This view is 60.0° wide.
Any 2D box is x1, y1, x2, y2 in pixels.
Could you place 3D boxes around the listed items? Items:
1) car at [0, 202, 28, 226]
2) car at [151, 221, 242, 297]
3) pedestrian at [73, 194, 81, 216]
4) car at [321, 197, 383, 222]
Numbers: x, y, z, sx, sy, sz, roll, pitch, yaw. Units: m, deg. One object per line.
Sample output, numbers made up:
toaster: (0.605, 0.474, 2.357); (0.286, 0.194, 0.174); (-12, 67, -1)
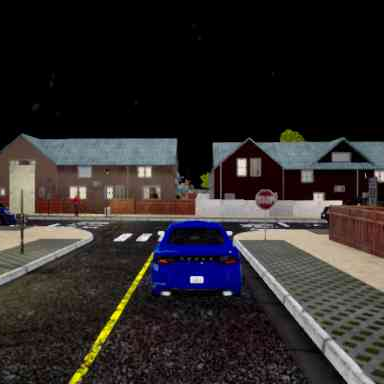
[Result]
car: (-12.957, 1.235, 21.147); (4.553, 1.767, 2.097); (1, 0, 3)
car: (0.086, 1.476, 8.644); (1.882, 1.535, 5.008); (0, 0, 0)
pedestrian: (-9.398, 1.050, 27.014); (0.375, 1.860, 0.375); (0, 0, 1)
car: (12.146, 1.348, 23.633); (5.566, 2.045, 2.150); (1, 0, 1)
